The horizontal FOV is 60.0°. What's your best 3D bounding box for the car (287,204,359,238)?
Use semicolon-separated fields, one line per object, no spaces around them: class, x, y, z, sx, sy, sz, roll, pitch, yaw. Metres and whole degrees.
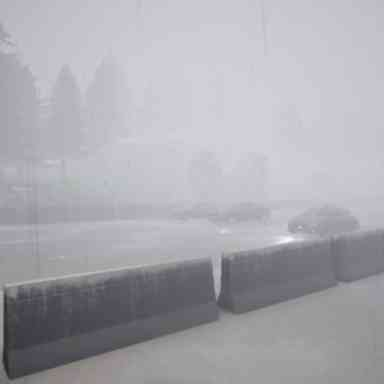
car;6.934;1.536;17.500;4.181;1.385;1.994;0;0;-35

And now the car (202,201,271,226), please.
car;3.427;1.441;23.596;5.008;1.535;1.882;0;0;-35

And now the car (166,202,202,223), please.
car;0.237;1.492;25.625;4.674;1.442;1.812;0;0;-35
